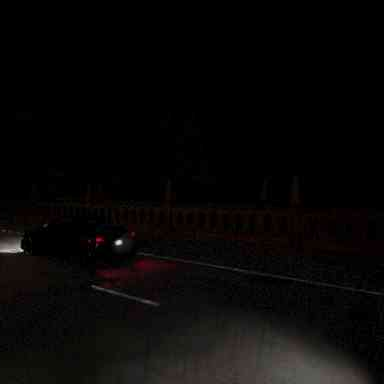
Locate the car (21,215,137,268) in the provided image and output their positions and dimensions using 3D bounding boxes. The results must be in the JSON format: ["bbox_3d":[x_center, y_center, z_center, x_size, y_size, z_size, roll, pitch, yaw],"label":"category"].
[{"bbox_3d":[-3.793,1.445,10.998,4.181,1.385,1.994,1,0,36],"label":"car"}]
